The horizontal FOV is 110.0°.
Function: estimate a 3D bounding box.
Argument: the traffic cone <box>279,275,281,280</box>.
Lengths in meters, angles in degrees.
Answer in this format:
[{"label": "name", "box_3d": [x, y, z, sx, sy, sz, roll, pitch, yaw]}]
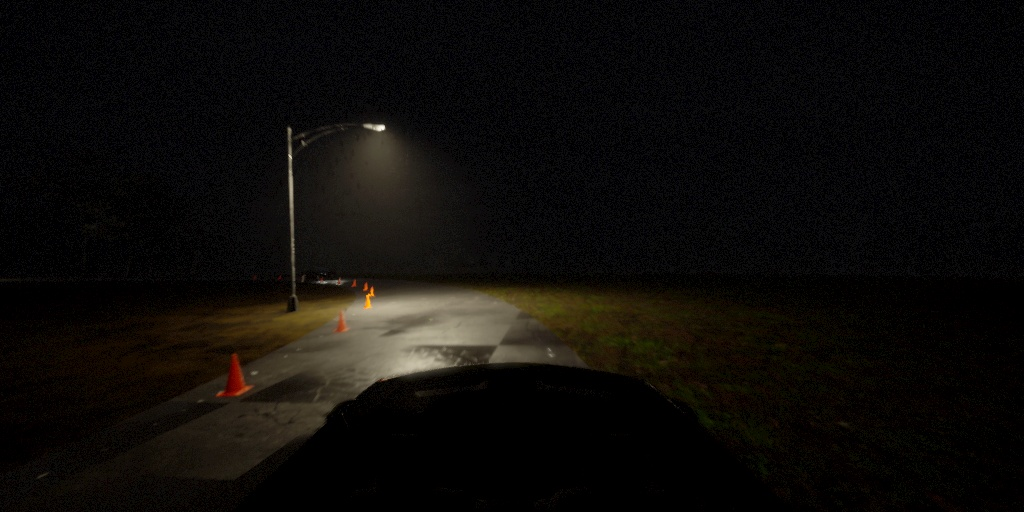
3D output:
[{"label": "traffic cone", "box_3d": [-26.023, 2.403, 40.196, 0.340, 0.580, 0.340, 0, 0, 30]}]

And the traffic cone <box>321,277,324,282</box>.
[{"label": "traffic cone", "box_3d": [-18.372, 2.221, 34.675, 0.340, 0.580, 0.340, 0, 0, 42]}]

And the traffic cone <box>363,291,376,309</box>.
[{"label": "traffic cone", "box_3d": [-5.971, 1.872, 14.904, 0.340, 0.580, 0.340, 0, 0, -16]}]

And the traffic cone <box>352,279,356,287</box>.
[{"label": "traffic cone", "box_3d": [-12.113, 2.053, 27.615, 0.340, 0.580, 0.340, 0, 0, -35]}]

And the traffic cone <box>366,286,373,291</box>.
[{"label": "traffic cone", "box_3d": [-7.546, 1.920, 19.358, 0.340, 0.580, 0.340, 0, 0, -23]}]

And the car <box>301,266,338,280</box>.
[{"label": "car", "box_3d": [-21.004, 1.820, 39.096, 5.008, 1.535, 1.882, -1, -1, 35]}]

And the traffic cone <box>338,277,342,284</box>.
[{"label": "traffic cone", "box_3d": [-15.048, 2.134, 31.318, 0.340, 0.580, 0.340, 0, 0, -42]}]

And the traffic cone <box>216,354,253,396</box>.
[{"label": "traffic cone", "box_3d": [-4.328, 1.832, 5.611, 0.340, 0.580, 0.340, 0, 0, -4]}]

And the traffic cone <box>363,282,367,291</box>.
[{"label": "traffic cone", "box_3d": [-9.602, 1.981, 23.613, 0.340, 0.580, 0.340, 0, 0, -29]}]

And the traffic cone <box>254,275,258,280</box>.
[{"label": "traffic cone", "box_3d": [-30.256, 2.494, 42.293, 0.340, 0.580, 0.340, 0, 0, 23]}]

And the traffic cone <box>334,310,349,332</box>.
[{"label": "traffic cone", "box_3d": [-4.893, 1.843, 10.302, 0.340, 0.580, 0.340, 0, 0, -10]}]

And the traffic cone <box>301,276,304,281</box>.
[{"label": "traffic cone", "box_3d": [-22.045, 2.311, 37.647, 0.340, 0.580, 0.340, 0, 0, 36]}]
